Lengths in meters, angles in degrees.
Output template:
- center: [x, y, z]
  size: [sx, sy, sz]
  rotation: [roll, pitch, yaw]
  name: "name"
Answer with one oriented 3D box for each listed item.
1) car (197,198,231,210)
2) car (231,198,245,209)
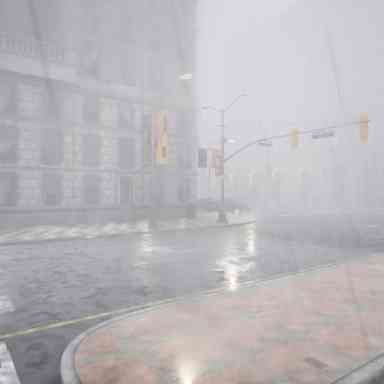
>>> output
- center: [2.205, 1.491, 42.583]
  size: [2.128, 1.511, 4.902]
  rotation: [0, 0, -36]
  name: "car"
- center: [5.068, 1.526, 44.597]
  size: [1.812, 1.442, 4.674]
  rotation: [0, 0, -36]
  name: "car"
